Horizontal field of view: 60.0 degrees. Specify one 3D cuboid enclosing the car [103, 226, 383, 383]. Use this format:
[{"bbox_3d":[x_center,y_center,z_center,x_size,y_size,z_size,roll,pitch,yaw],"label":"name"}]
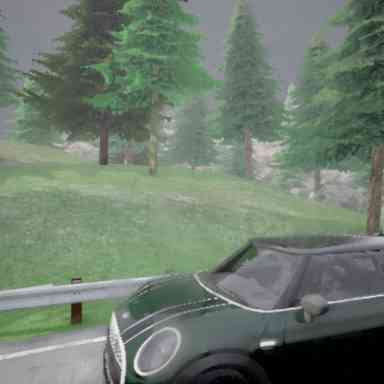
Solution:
[{"bbox_3d":[1.252,1.352,4.154,4.553,1.767,2.097,0,0,-18],"label":"car"}]
